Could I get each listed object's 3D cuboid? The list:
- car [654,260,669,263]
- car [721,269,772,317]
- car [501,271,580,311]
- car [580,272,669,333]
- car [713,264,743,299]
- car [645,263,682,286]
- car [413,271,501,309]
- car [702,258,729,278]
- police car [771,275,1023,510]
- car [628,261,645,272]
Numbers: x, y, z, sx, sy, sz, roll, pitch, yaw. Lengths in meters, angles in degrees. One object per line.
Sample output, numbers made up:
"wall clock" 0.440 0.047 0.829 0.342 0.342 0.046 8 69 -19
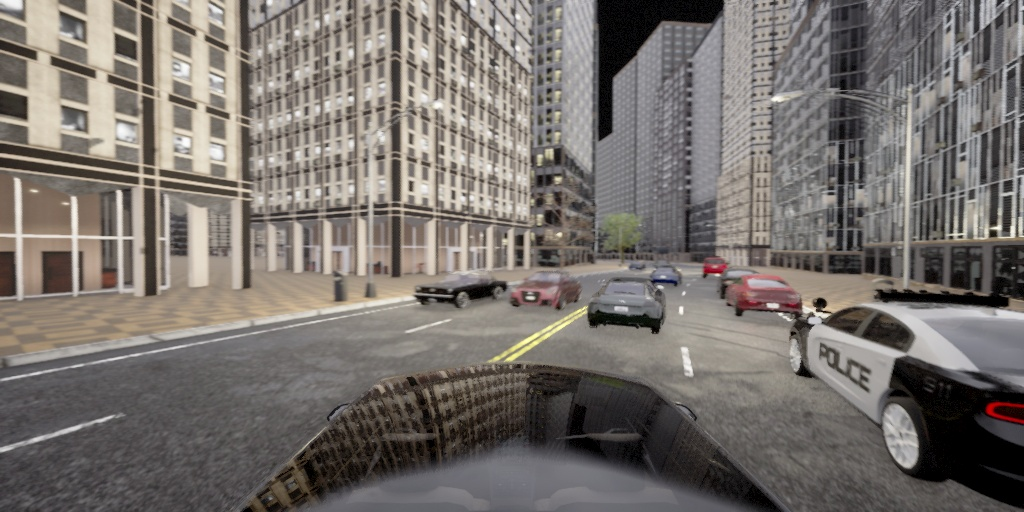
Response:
"car" 21.691 1.335 51.885 2.097 1.767 4.553 1 0 28
"car" 9.108 1.389 13.232 1.812 1.442 4.674 1 0 26
"car" 1.502 1.325 14.684 1.994 1.385 4.181 1 0 25
"car" 3.674 1.356 11.172 1.994 1.385 4.181 1 0 24
"car" 11.699 1.372 18.480 1.882 1.535 5.008 1 0 27
"car" 11.518 1.446 26.791 1.994 1.385 4.181 1 0 29
"car" -1.965 1.317 14.982 1.895 1.301 4.718 1 0 25
"car" 21.021 1.223 37.095 2.150 2.045 5.566 1 0 31
"police car" 5.134 1.239 4.447 1.930 1.638 5.238 1 0 23
"car" 18.292 1.484 52.344 2.033 1.411 5.357 1 0 28
